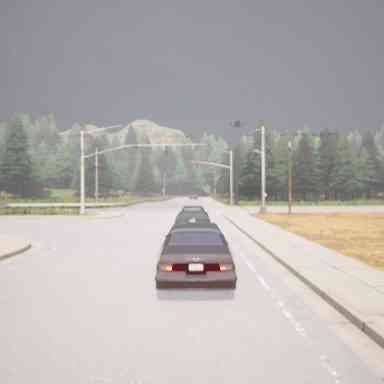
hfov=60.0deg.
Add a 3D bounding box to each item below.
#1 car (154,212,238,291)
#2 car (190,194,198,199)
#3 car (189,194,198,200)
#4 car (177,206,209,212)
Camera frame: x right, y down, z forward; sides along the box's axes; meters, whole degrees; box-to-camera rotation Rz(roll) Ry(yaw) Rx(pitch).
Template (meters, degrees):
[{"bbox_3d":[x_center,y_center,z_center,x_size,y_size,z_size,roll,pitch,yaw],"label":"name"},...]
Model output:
[{"bbox_3d":[0.086,1.522,9.061,2.033,1.411,5.357,0,0,0],"label":"car"},{"bbox_3d":[0.703,1.170,93.926,2.033,1.411,5.357,0,0,2],"label":"car"},{"bbox_3d":[0.315,1.279,83.880,1.994,1.385,4.181,0,0,2],"label":"car"},{"bbox_3d":[0.067,1.500,19.668,1.994,1.385,4.181,0,0,1],"label":"car"}]
